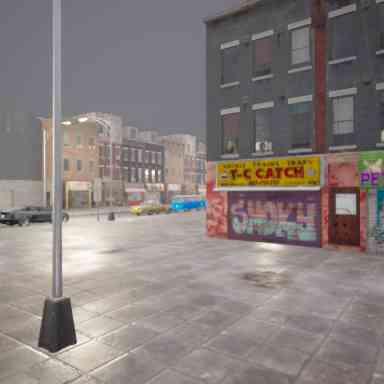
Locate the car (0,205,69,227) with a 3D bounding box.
[{"bbox_3d":[-10.330,1.522,22.078,1.947,1.339,4.313,0,0,35],"label":"car"}]

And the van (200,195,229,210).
[{"bbox_3d":[2.825,1.233,40.503,1.690,1.788,3.998,0,0,35],"label":"van"}]

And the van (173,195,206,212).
[{"bbox_3d":[-0.464,1.249,35.897,1.690,1.788,3.998,0,0,35],"label":"van"}]

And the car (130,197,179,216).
[{"bbox_3d":[-3.654,1.448,31.429,1.752,1.417,4.829,0,0,35],"label":"car"}]
